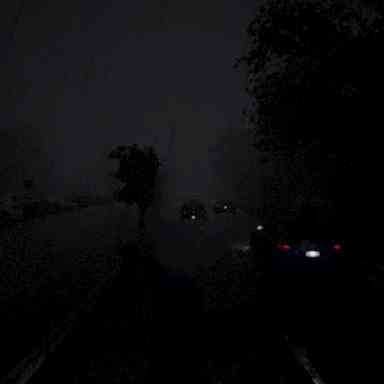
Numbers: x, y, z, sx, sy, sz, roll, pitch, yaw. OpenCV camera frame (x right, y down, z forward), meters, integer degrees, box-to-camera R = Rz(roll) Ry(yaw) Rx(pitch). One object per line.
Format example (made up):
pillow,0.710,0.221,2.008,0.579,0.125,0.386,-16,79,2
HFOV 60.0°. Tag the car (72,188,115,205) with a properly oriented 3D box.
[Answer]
car,-13.790,0.867,45.314,5.566,2.045,2.435,-1,1,-20

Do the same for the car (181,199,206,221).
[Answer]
car,0.103,1.498,26.104,1.895,1.301,4.718,0,1,0

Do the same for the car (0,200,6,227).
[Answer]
car,-13.658,1.449,18.347,5.366,1.575,1.946,-1,0,-20

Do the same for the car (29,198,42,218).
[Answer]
car,-13.851,1.435,24.274,4.792,1.488,2.163,-1,1,-20

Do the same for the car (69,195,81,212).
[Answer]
car,-13.821,1.337,33.298,4.674,1.452,2.002,-1,1,-20

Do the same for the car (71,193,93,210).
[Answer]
car,-13.810,1.253,36.298,5.008,1.535,2.097,-1,1,-20

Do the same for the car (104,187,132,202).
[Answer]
car,-13.829,0.713,57.282,5.566,2.045,2.435,-1,1,-20

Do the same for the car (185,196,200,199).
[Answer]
car,0.104,1.187,42.905,1.812,1.442,4.674,0,1,0

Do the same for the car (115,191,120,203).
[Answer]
car,-13.634,1.069,48.369,5.366,1.575,1.946,-1,1,-20

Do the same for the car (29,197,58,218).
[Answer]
car,-13.826,1.417,27.299,4.674,1.452,2.002,-1,0,-20

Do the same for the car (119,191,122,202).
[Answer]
car,-13.979,1.037,51.235,5.366,1.575,1.946,-1,1,-20

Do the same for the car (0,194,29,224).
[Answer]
car,-13.856,1.182,21.273,5.566,2.045,2.435,-1,1,-20

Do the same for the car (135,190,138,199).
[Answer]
car,-13.829,0.750,66.296,4.553,1.767,2.185,-1,0,-20

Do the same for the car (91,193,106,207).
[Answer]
car,-13.786,1.191,42.314,4.792,1.488,2.163,-1,1,-20

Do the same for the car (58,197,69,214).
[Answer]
car,-13.853,1.212,30.286,4.553,1.767,2.185,-1,1,-20

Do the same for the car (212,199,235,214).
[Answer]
car,3.103,1.376,32.845,1.994,1.385,4.181,0,1,0

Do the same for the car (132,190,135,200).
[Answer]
car,-13.768,0.776,63.310,4.553,1.767,2.185,-1,1,-20

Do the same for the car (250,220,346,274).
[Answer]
car,3.101,1.562,10.541,1.994,1.385,4.181,0,0,0
